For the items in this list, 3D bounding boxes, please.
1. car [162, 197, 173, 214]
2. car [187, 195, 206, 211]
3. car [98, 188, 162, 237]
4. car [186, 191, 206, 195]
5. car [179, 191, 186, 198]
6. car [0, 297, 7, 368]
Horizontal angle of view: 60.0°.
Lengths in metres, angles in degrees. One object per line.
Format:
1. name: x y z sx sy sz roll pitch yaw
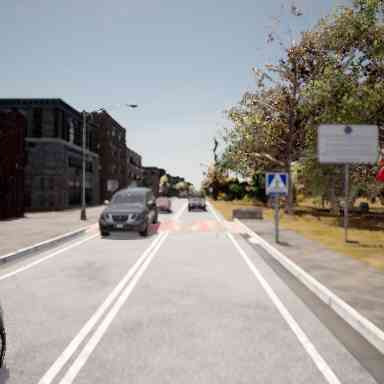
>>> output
1. car: -2.852 1.226 31.265 1.812 1.442 4.674 0 1 1
2. car: 0.516 1.277 34.508 1.895 1.301 4.718 0 1 1
3. car: -3.105 0.929 17.280 2.150 2.045 5.566 0 5 1
4. car: 0.735 0.802 46.036 2.150 2.045 5.566 0 1 1
5. car: -1.892 0.812 78.075 2.150 2.045 5.566 0 0 1
6. car: -3.333 1.327 2.141 2.097 1.767 4.553 0 0 1
